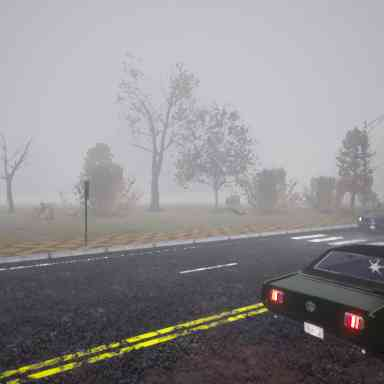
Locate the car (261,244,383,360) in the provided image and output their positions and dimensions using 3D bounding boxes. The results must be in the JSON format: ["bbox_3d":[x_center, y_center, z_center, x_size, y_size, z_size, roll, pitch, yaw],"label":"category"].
[{"bbox_3d":[3.494,1.600,5.795,4.718,1.301,1.895,0,0,-35],"label":"car"}]

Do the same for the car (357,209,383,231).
[{"bbox_3d":[11.607,1.594,19.105,4.718,1.301,1.895,0,0,-32],"label":"car"}]
